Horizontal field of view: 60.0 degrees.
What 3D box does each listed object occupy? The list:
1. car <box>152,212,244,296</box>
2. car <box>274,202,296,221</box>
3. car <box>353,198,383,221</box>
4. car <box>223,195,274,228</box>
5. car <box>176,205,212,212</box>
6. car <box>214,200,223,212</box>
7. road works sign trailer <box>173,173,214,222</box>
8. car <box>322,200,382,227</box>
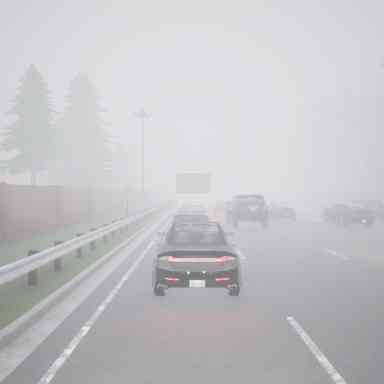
[{"bbox_3d":[0.100,1.491,8.615,2.128,1.511,4.902,0,0,0],"label":"car"},{"bbox_3d":[7.098,1.525,27.222,1.812,1.442,4.674,0,0,0],"label":"car"},{"bbox_3d":[14.100,1.351,27.703,2.097,1.767,4.553,0,0,0],"label":"car"},{"bbox_3d":[3.600,1.213,22.255,2.150,2.045,5.566,0,-1,0],"label":"car"},{"bbox_3d":[0.068,1.474,19.051,1.882,1.535,5.008,0,0,5],"label":"car"},{"bbox_3d":[3.599,1.563,38.571,1.994,1.385,4.181,0,0,0],"label":"car"},{"bbox_3d":[0.069,0.464,22.971,2.380,3.560,2.880,0,0,-1],"label":"road works sign trailer"},{"bbox_3d":[10.602,1.506,22.924,1.837,1.490,4.892,0,0,0],"label":"car"}]
